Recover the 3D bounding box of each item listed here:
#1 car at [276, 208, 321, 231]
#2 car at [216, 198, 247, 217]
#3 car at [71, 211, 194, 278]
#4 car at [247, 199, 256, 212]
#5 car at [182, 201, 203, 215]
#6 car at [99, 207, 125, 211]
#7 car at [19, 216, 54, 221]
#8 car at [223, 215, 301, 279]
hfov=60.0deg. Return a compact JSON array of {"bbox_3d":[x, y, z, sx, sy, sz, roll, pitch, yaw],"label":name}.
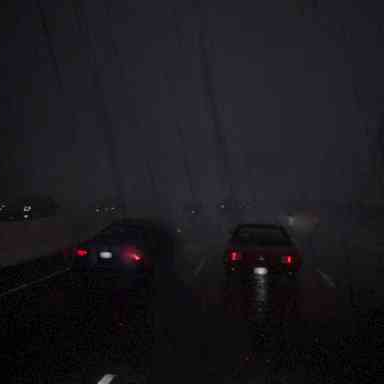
[{"bbox_3d":[6.883,1.741,22.061,1.895,1.301,4.718,2,0,3],"label":"car"},{"bbox_3d":[3.509,1.372,31.683,2.097,1.767,4.553,2,0,-1],"label":"car"},{"bbox_3d":[-1.506,1.479,9.985,2.033,1.411,5.357,2,0,10],"label":"car"},{"bbox_3d":[6.317,1.603,40.833,1.812,1.442,4.674,2,0,-6],"label":"car"},{"bbox_3d":[-0.004,1.517,33.139,1.895,1.301,4.718,2,0,-3],"label":"car"},{"bbox_3d":[-7.085,1.231,29.594,1.837,1.490,4.892,2,0,-1],"label":"car"},{"bbox_3d":[-10.778,0.989,22.303,2.097,1.767,4.553,2,0,3],"label":"car"},{"bbox_3d":[2.077,1.634,10.289,1.895,1.301,4.718,2,0,10],"label":"car"}]
